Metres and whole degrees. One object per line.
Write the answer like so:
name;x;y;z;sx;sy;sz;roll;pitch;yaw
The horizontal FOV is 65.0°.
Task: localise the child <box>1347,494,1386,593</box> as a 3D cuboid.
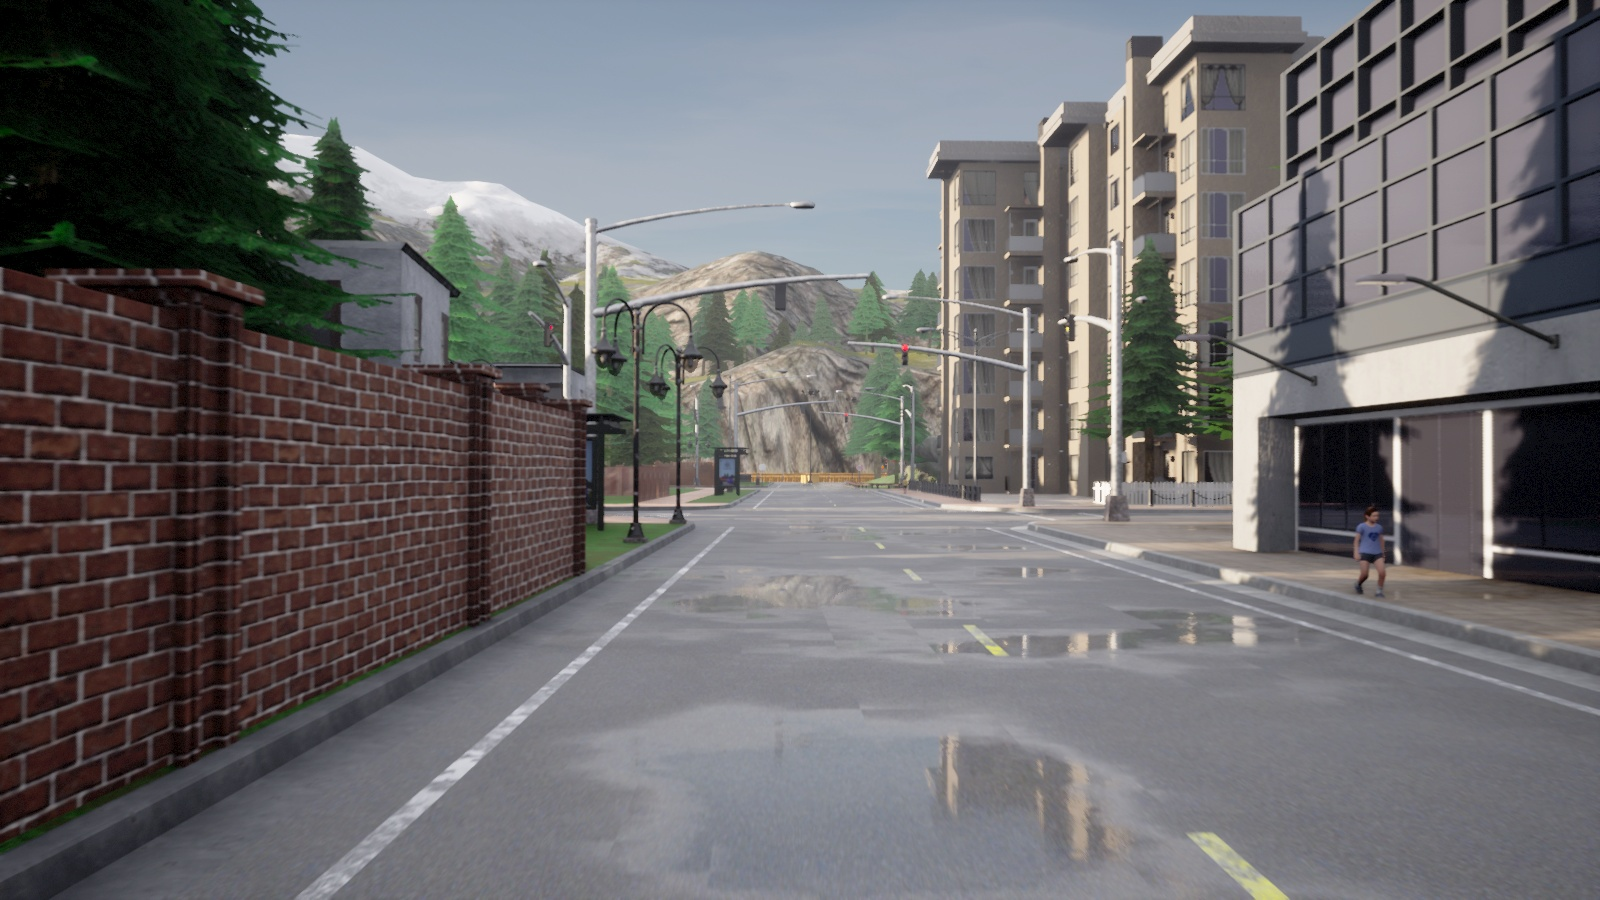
child;6.518;1.065;14.453;0.255;1.110;0.394;0;-1;-3
